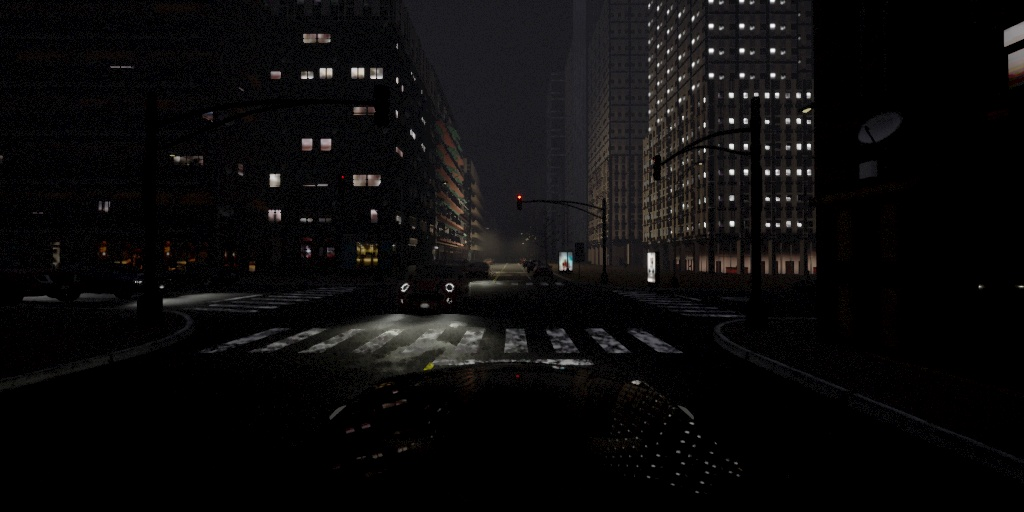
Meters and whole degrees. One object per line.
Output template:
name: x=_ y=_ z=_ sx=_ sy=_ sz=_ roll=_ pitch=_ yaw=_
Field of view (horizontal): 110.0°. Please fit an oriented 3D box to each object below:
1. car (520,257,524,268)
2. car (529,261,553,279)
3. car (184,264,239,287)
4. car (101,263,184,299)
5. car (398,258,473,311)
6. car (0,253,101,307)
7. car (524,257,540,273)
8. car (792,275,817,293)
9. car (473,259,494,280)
car: x=2.836 y=1.221 z=60.127 sx=1.967 sy=1.591 sz=4.097 roll=0 pitch=0 yaw=0
car: x=2.768 y=1.343 z=32.489 sx=1.802 sy=1.307 sz=4.207 roll=0 pitch=0 yaw=0
car: x=-18.745 y=1.104 z=21.370 sx=4.313 sy=1.339 sz=1.948 roll=0 pitch=0 yaw=0
car: x=-17.582 y=1.033 z=15.610 sx=4.674 sy=1.442 sz=1.812 roll=1 pitch=0 yaw=0
car: x=-2.969 y=1.104 z=14.463 sx=2.097 sy=1.767 sz=4.553 roll=0 pitch=0 yaw=0
car: x=-18.744 y=0.784 z=12.990 sx=5.009 sy=1.841 sz=2.192 roll=0 pitch=0 yaw=0
car: x=2.795 y=1.208 z=43.545 sx=1.967 sy=1.591 sz=4.097 roll=0 pitch=0 yaw=0
car: x=19.443 y=1.644 z=21.679 sx=4.403 sy=1.370 sz=2.007 roll=0 pitch=0 yaw=0
car: x=-2.927 y=1.251 z=31.518 sx=1.882 sy=1.535 sz=5.008 roll=0 pitch=0 yaw=0
